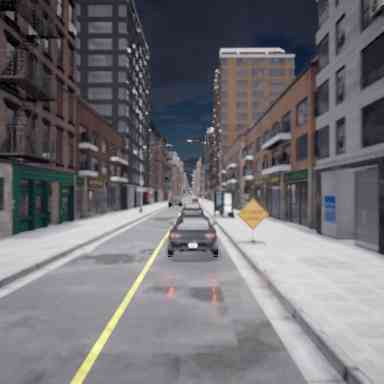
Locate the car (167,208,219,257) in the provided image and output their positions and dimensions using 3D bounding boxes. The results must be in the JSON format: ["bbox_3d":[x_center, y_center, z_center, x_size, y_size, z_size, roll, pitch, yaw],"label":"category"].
[{"bbox_3d":[0.047,1.605,13.243,1.812,1.442,4.674,0,0,0],"label":"car"}]

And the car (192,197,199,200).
[{"bbox_3d":[0.933,2.246,93.729,1.882,1.535,5.008,0,-1,0],"label":"car"}]

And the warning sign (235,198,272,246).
[{"bbox_3d":[2.515,1.198,13.731,1.300,1.860,1.060,0,0,0],"label":"warning sign"}]

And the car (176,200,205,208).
[{"bbox_3d":[0.038,1.676,27.553,2.128,1.511,4.902,0,0,1],"label":"car"}]

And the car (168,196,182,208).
[{"bbox_3d":[-2.827,1.640,56.892,2.150,2.045,5.566,0,0,0],"label":"car"}]
